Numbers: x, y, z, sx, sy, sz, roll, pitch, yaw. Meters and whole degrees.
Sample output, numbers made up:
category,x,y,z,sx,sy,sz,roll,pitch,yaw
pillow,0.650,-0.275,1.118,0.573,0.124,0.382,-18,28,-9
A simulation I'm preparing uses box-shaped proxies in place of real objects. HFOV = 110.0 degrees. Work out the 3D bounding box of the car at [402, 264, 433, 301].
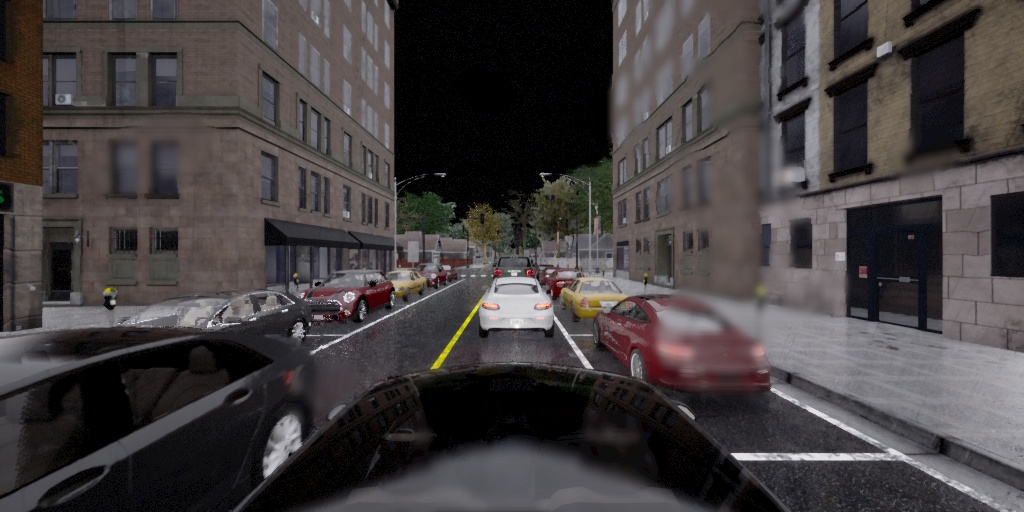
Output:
category,x,y,z,sx,sy,sz,roll,pitch,yaw
car,-5.380,1.280,17.300,1.751,1.417,4.829,0,0,0

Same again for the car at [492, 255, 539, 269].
category,x,y,z,sx,sy,sz,roll,pitch,yaw
car,0.110,0.978,19.915,2.150,2.045,5.566,0,0,0

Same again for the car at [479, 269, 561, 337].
category,x,y,z,sx,sy,sz,roll,pitch,yaw
car,0.103,1.277,10.152,1.812,1.442,4.674,0,0,0

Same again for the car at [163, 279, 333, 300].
category,x,y,z,sx,sy,sz,roll,pitch,yaw
car,-5.386,1.301,6.433,2.007,1.370,4.403,0,0,0

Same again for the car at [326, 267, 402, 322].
category,x,y,z,sx,sy,sz,roll,pitch,yaw
car,-5.383,1.192,11.951,1.967,1.591,4.097,0,0,0

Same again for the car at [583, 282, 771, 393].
category,x,y,z,sx,sy,sz,roll,pitch,yaw
car,2.639,1.332,6.431,1.802,1.307,4.207,0,0,0

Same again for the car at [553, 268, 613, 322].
category,x,y,z,sx,sy,sz,roll,pitch,yaw
car,2.642,1.278,12.120,1.751,1.417,4.829,0,0,0

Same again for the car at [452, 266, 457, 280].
category,x,y,z,sx,sy,sz,roll,pitch,yaw
car,-5.374,1.343,28.508,1.802,1.307,4.207,0,0,0

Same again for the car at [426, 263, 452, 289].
category,x,y,z,sx,sy,sz,roll,pitch,yaw
car,-5.377,1.198,22.989,1.967,1.591,4.097,0,0,0

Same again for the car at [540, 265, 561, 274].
category,x,y,z,sx,sy,sz,roll,pitch,yaw
car,2.645,1.300,17.468,1.888,1.381,4.507,0,0,0

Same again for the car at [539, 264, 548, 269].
category,x,y,z,sx,sy,sz,roll,pitch,yaw
car,2.648,1.340,22.986,1.802,1.307,4.207,0,0,0

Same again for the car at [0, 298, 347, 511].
category,x,y,z,sx,sy,sz,roll,pitch,yaw
car,-2.850,1.255,1.675,1.837,1.490,4.892,0,0,0
